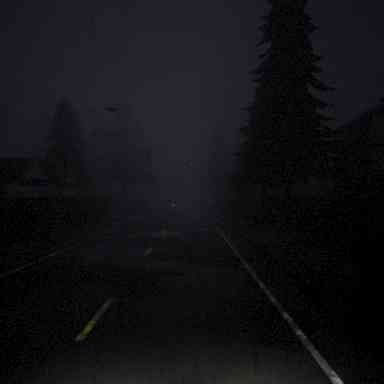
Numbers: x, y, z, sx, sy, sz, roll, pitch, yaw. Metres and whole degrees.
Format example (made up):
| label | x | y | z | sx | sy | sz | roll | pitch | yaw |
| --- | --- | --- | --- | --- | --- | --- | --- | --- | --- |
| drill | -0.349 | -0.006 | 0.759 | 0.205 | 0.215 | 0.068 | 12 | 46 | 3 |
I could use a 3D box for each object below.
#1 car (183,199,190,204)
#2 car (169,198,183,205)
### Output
| label | x | y | z | sx | sy | sz | roll | pitch | yaw |
| --- | --- | --- | --- | --- | --- | --- | --- | --- | --- |
| car | -2.091 | 2.341 | 83.433 | 1.994 | 1.385 | 4.181 | 0 | -1 | -28 |
| car | -4.318 | 2.253 | 79.581 | 1.837 | 1.490 | 4.892 | 0 | -1 | -16 |
